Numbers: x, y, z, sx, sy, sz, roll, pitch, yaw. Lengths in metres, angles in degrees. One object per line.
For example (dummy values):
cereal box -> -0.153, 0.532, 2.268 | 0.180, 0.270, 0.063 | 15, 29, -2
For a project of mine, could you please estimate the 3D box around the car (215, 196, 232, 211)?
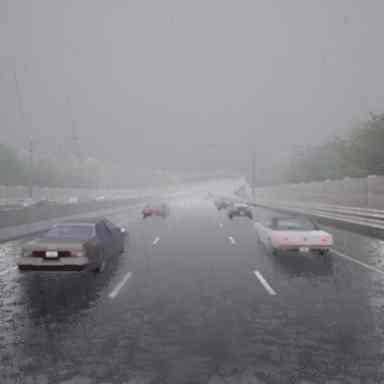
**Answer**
car -> 4.274, 1.391, 41.592 | 2.097, 1.767, 4.553 | 0, 0, 2

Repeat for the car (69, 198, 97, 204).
car -> -13.273, 1.559, 42.543 | 2.033, 1.411, 5.357 | 0, 0, 2

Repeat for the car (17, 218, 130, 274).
car -> -3.338, 1.533, 10.476 | 2.033, 1.411, 5.357 | 0, 0, 1

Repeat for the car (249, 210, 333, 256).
car -> 3.693, 1.590, 13.066 | 1.895, 1.301, 4.718 | 0, 0, 1

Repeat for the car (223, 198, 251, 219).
car -> 3.986, 1.524, 28.563 | 1.812, 1.442, 4.674 | 0, -1, 1

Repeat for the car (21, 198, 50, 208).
car -> -20.246, 1.494, 43.202 | 2.128, 1.511, 4.902 | 0, 0, 2

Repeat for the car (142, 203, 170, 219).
car -> -3.009, 1.590, 28.955 | 1.895, 1.301, 4.718 | 0, 0, 1

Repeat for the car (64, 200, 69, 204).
car -> -16.579, 1.550, 47.249 | 1.812, 1.442, 4.674 | 0, -1, 3

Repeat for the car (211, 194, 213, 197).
car -> 5.916, 1.610, 74.237 | 2.097, 1.767, 4.553 | 0, 0, 4

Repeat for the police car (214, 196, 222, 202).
police car -> 6.667, 1.805, 85.134 | 2.038, 1.542, 4.974 | 0, 0, 4
